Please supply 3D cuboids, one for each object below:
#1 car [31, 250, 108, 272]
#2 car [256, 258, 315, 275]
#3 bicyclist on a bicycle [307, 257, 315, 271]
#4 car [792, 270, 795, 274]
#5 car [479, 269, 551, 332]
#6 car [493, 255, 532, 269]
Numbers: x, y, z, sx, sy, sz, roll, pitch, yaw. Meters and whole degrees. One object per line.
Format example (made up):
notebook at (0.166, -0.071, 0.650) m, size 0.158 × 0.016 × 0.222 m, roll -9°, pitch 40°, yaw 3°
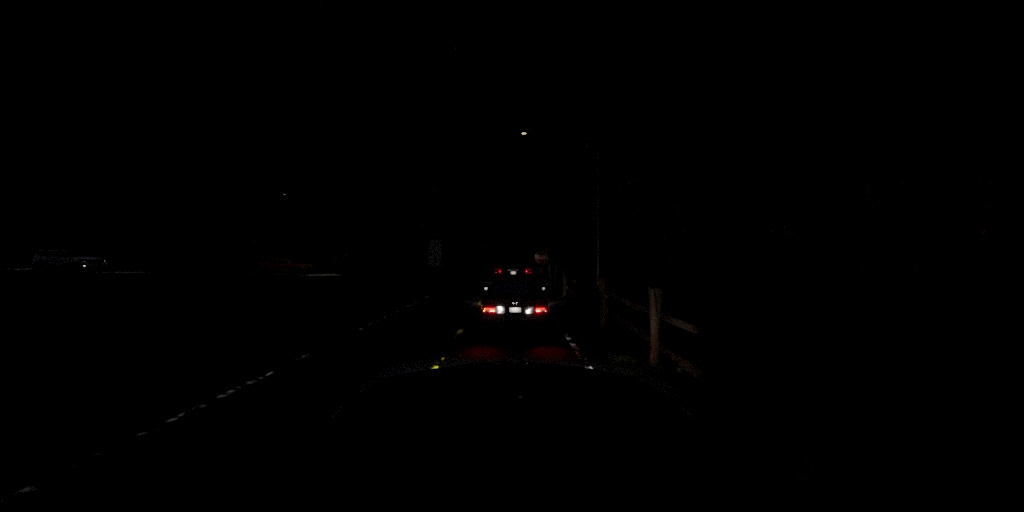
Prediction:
car at (-42.346, 0.458, 34.374) m, size 5.566 × 2.045 × 2.150 m, roll 1°, pitch 0°, yaw 1°
car at (-21.492, 0.979, 34.137) m, size 5.008 × 1.535 × 1.882 m, roll 1°, pitch 0°, yaw 0°
bicyclist on a bicycle at (-22.455, 0.921, 40.121) m, size 0.582 × 1.620 × 1.656 m, roll 1°, pitch 0°, yaw 1°
car at (27.135, 1.614, 36.564) m, size 5.357 × 1.411 × 2.033 m, roll 1°, pitch 0°, yaw 1°
car at (0.083, 1.295, 10.823) m, size 2.033 × 1.411 × 5.357 m, roll 0°, pitch 0°, yaw 0°
car at (0.031, 0.967, 21.349) m, size 2.150 × 2.045 × 5.566 m, roll 0°, pitch 0°, yaw -1°
